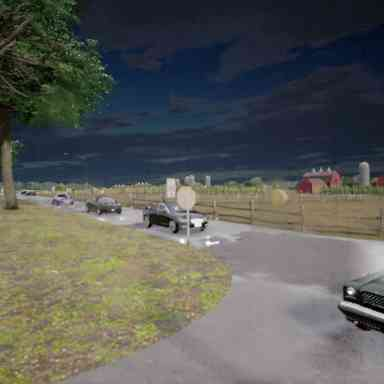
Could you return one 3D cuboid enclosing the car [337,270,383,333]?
[{"bbox_3d":[4.624,1.622,5.663,4.718,1.301,1.895,0,0,-33],"label":"car"}]

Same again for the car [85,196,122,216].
[{"bbox_3d":[-7.482,1.086,27.885,1.882,1.535,5.008,-1,1,-33],"label":"car"}]

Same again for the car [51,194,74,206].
[{"bbox_3d":[-15.895,0.925,40.814,1.812,1.442,4.674,-1,1,-33],"label":"car"}]

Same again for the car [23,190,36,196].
[{"bbox_3d":[-40.680,0.305,83.896,1.882,1.535,5.008,-1,1,-33],"label":"car"}]

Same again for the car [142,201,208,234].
[{"bbox_3d":[-1.044,1.284,18.029,2.128,1.511,4.902,-1,1,-33],"label":"car"}]
